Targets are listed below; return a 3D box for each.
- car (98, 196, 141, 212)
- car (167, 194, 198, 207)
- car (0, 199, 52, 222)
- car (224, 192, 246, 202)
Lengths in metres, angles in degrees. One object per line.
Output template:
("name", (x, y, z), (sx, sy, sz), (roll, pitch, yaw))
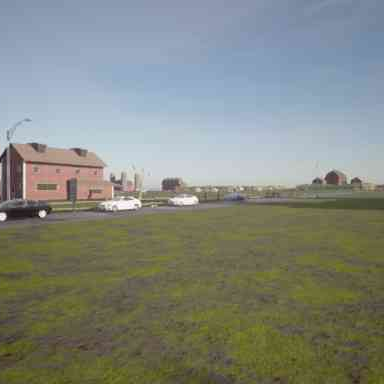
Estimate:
("car", (-7.020, 1.159, 32.813), (1.812, 1.442, 4.674), (1, 1, 36))
("car", (-1.058, 1.008, 41.040), (1.812, 1.442, 4.674), (1, 1, 36))
("car", (-12.913, 1.285, 24.677), (1.837, 1.490, 4.892), (1, 1, 36))
("car", (6.804, 0.806, 51.786), (1.812, 1.442, 4.674), (1, 1, 36))
